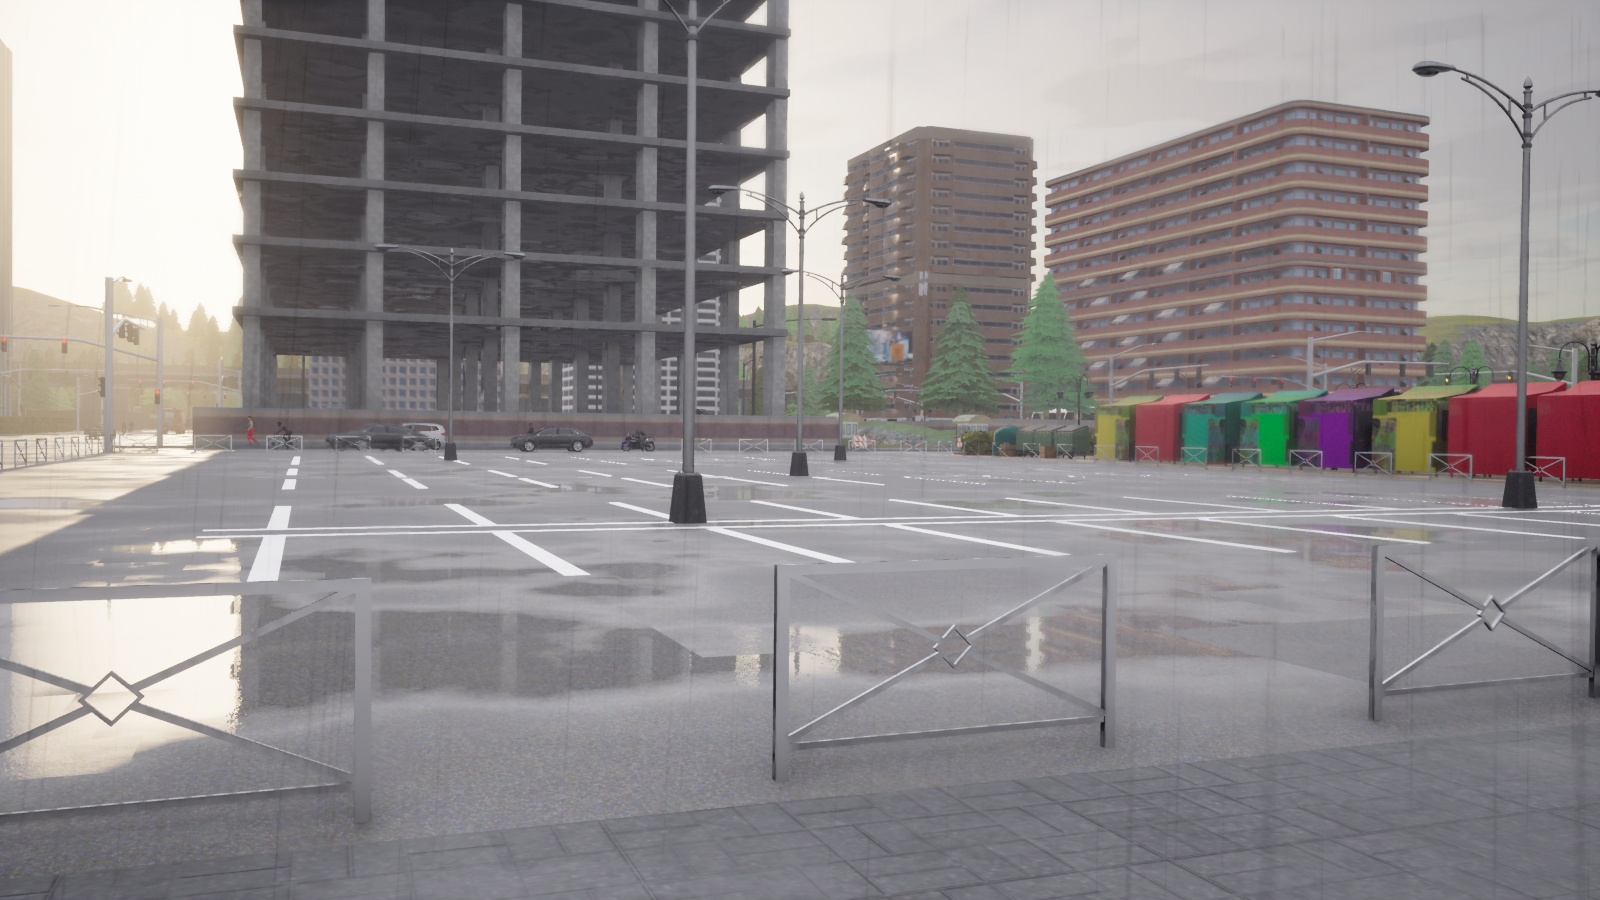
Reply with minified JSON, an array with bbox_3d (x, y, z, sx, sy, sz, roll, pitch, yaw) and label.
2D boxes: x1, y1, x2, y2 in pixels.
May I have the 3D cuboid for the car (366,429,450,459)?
[{"bbox_3d":[-23.501,-0.382,75.183,4.611,1.667,2.242,-1,1,-22],"label":"car"}]

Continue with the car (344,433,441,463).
[{"bbox_3d":[-22.141,-0.123,68.190,4.892,1.490,1.837,-1,1,-22],"label":"car"}]

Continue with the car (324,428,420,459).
[{"bbox_3d":[-24.227,-0.374,71.120,5.027,1.651,2.152,-1,1,-22],"label":"car"}]

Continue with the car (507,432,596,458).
[{"bbox_3d":[-14.821,-0.311,74.886,4.892,1.490,1.837,-1,1,-22],"label":"car"}]

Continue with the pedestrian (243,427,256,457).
[{"bbox_3d":[-33.456,-0.481,76.325,0.594,1.836,0.345,-1,1,-38],"label":"pedestrian"}]

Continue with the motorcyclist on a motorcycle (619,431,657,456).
[{"bbox_3d":[-10.375,-0.419,80.431,2.191,1.530,0.866,-1,1,-22],"label":"motorcyclist on a motorcycle"}]
